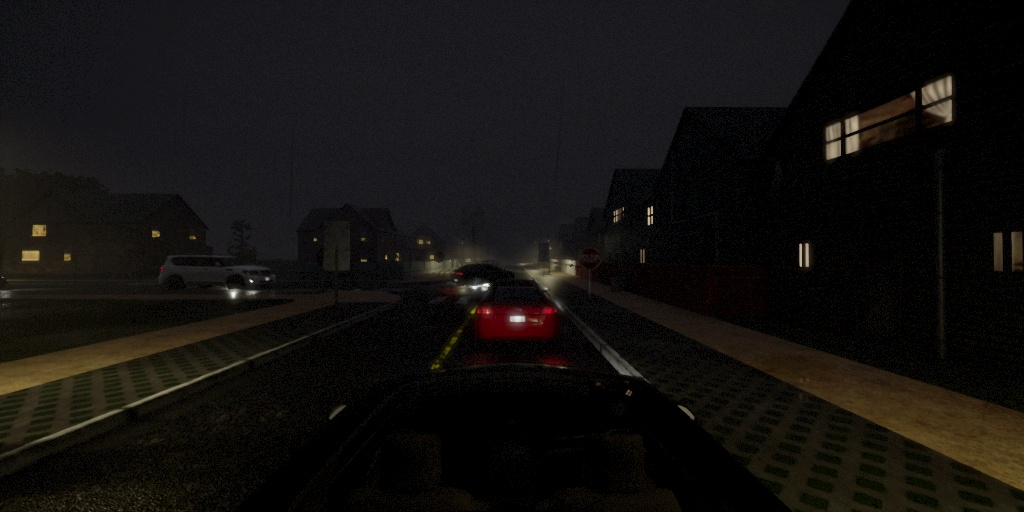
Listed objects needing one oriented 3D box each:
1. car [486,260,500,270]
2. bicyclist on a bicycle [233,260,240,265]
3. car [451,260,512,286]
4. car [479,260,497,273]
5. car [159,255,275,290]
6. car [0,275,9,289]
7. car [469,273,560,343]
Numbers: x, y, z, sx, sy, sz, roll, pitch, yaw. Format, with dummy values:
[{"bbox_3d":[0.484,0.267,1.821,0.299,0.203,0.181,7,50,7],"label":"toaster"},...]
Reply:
[{"bbox_3d":[-2.924,1.300,55.742,1.812,1.442,4.674,0,0,0],"label":"car"},{"bbox_3d":[-20.251,1.101,26.399,0.582,1.620,1.656,0,0,-1],"label":"bicyclist on a bicycle"},{"bbox_3d":[-1.892,1.266,24.595,4.892,1.490,1.837,-1,3,-45],"label":"car"},{"bbox_3d":[-2.914,1.245,44.817,1.882,1.535,5.008,0,0,0],"label":"car"},{"bbox_3d":[-16.816,0.955,20.572,5.566,2.045,2.150,0,-1,-1],"label":"car"},{"bbox_3d":[-31.937,1.257,20.445,4.674,1.442,1.812,0,-1,0],"label":"car"},{"bbox_3d":[0.092,1.316,9.660,1.994,1.385,4.181,0,0,-1],"label":"car"}]
